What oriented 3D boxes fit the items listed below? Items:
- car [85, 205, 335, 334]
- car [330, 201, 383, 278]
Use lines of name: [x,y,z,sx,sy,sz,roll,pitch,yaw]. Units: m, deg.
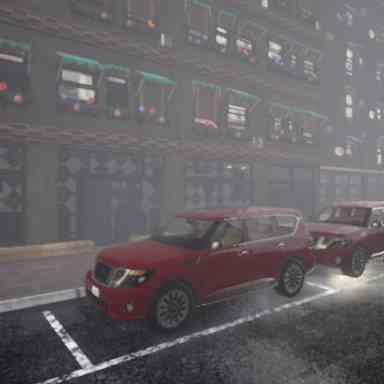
car: [0.471,1.279,6.895,5.009,1.841,2.192,-1,1,-36]
car: [4.961,1.231,10.110,5.009,1.841,2.192,-1,1,-36]
